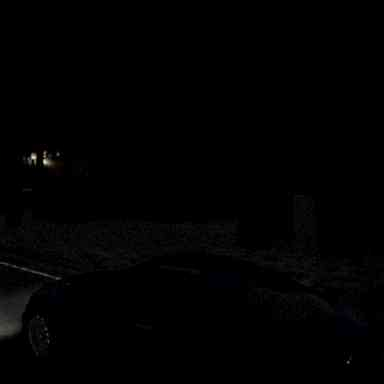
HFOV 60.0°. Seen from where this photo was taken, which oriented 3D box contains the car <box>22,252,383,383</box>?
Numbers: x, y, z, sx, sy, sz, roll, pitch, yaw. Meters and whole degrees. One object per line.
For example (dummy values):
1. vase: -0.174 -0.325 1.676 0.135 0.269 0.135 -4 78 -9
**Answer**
1. car: -0.203 1.515 4.169 4.674 1.442 1.812 1 0 35
